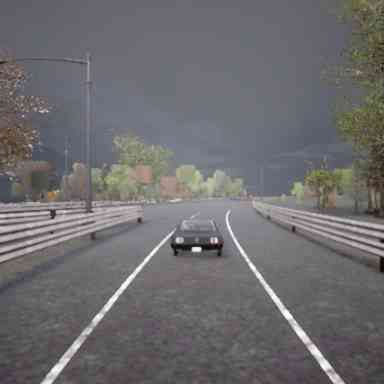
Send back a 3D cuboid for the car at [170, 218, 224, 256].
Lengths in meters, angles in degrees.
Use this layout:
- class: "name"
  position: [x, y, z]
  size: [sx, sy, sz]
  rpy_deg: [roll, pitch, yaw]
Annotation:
- class: "car"
  position: [0.265, 1.727, 13.779]
  size: [1.895, 1.301, 4.718]
  rpy_deg: [0, 0, 3]
